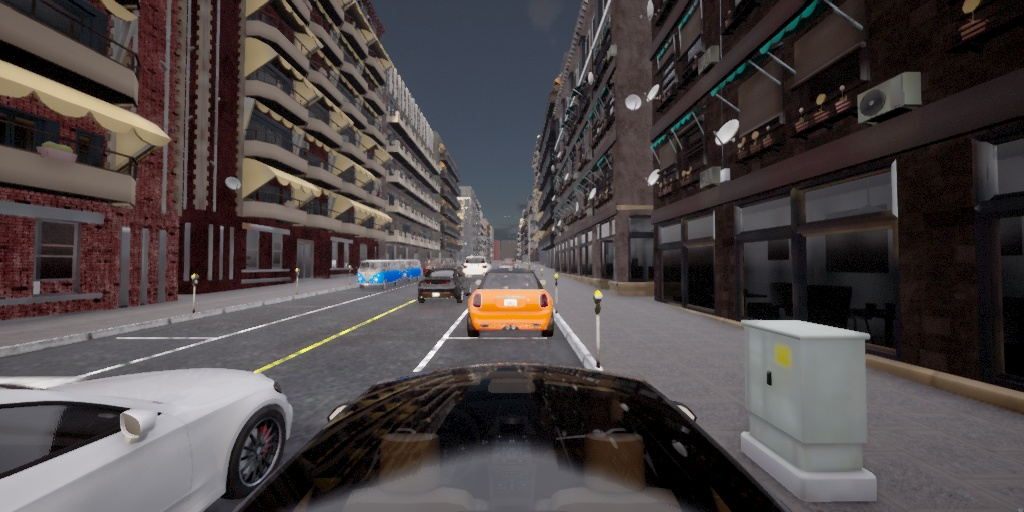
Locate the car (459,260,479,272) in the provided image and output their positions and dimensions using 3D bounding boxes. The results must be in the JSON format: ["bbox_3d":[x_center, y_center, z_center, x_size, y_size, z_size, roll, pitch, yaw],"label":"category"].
[{"bbox_3d":[-5.771,1.344,48.647,2.128,1.511,4.902,0,0,0],"label":"car"}]

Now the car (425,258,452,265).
[{"bbox_3d":[-8.335,1.114,39.194,2.192,1.841,5.009,0,0,0],"label":"car"}]

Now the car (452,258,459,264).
[{"bbox_3d":[-8.335,1.127,44.724,2.192,1.841,5.009,0,0,0],"label":"car"}]

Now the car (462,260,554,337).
[{"bbox_3d":[-0.033,1.107,10.473,2.097,1.767,4.553,0,0,0],"label":"car"}]

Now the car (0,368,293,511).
[{"bbox_3d":[-3.020,1.275,1.501,1.812,1.442,4.674,0,0,0],"label":"car"}]

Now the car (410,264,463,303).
[{"bbox_3d":[-3.020,1.278,16.636,1.837,1.490,4.892,0,0,0],"label":"car"}]

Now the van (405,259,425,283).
[{"bbox_3d":[-8.335,1.117,28.134,1.690,1.789,3.998,0,0,0],"label":"van"}]

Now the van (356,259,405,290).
[{"bbox_3d":[-8.335,1.107,22.603,1.690,1.789,3.998,0,0,0],"label":"van"}]

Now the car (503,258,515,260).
[{"bbox_3d":[-0.445,1.239,39.134,1.967,1.591,4.097,0,0,0],"label":"car"}]

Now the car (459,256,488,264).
[{"bbox_3d":[-3.020,1.042,31.673,2.150,2.045,5.566,0,0,0],"label":"car"}]
